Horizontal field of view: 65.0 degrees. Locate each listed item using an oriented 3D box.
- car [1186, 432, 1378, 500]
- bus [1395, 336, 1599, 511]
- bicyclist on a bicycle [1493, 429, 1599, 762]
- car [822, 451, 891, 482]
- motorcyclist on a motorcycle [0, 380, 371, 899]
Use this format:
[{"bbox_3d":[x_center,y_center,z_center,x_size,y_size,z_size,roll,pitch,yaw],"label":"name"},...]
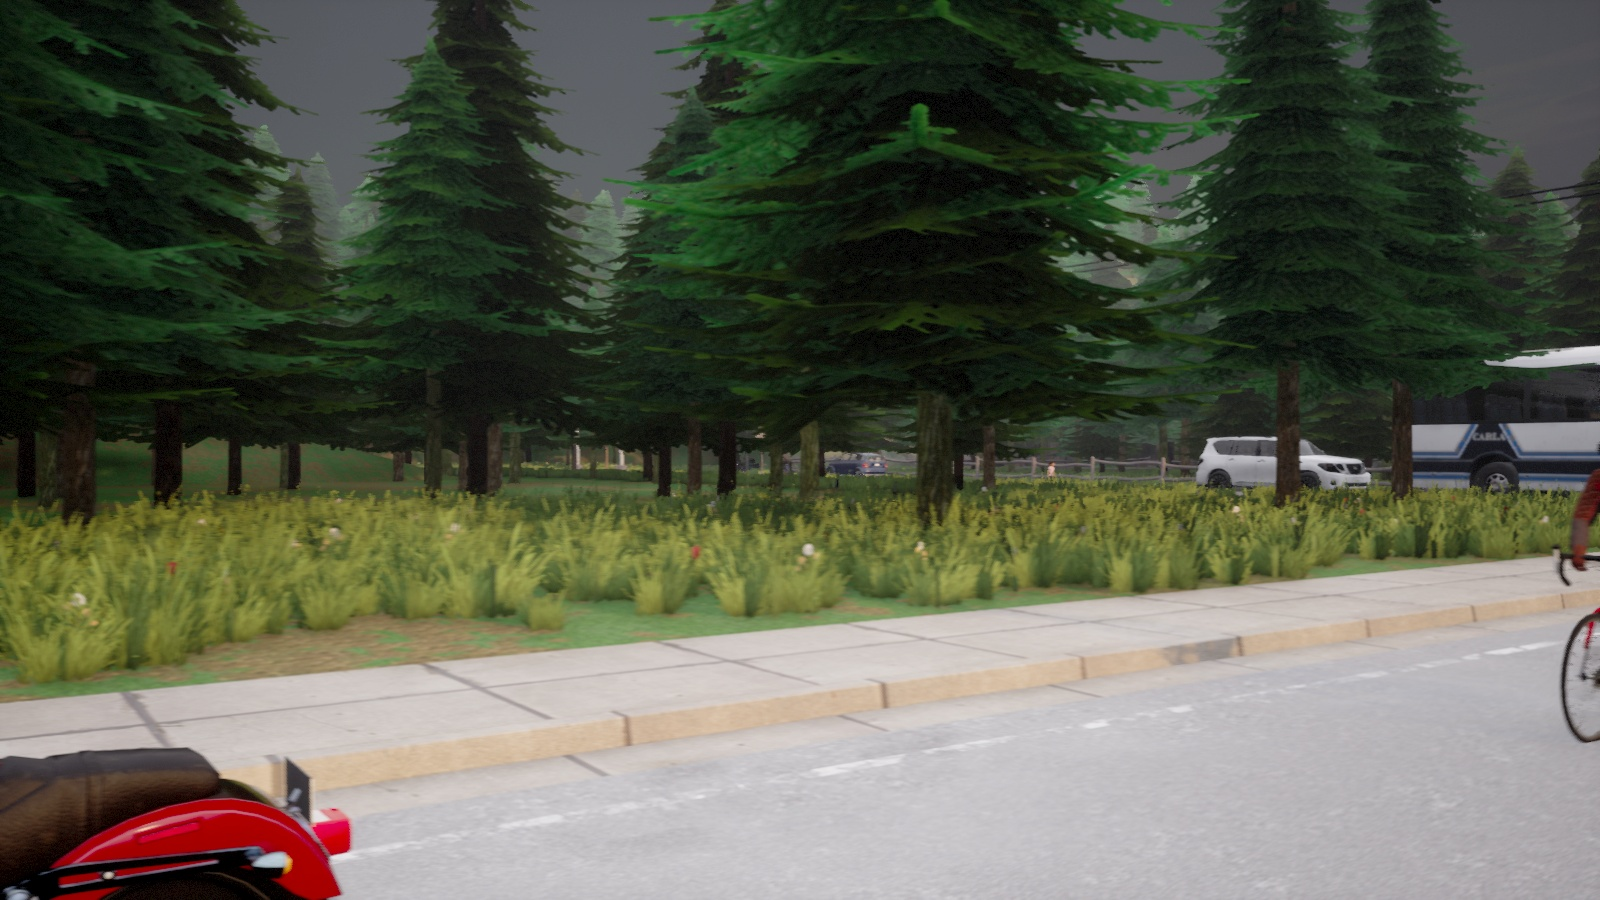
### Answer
[{"bbox_3d":[15.427,0.496,40.535,2.150,2.045,5.566,0,0,-33],"label":"car"},{"bbox_3d":[21.001,-0.633,31.736,3.944,4.253,10.273,0,0,-32],"label":"bus"},{"bbox_3d":[4.453,0.705,6.759,1.656,1.620,0.582,0,0,-35],"label":"bicyclist on a bicycle"},{"bbox_3d":[2.923,0.851,65.617,1.789,1.549,3.705,0,0,-34],"label":"car"},{"bbox_3d":[-2.065,0.705,2.222,2.350,1.649,0.766,0,0,-35],"label":"motorcyclist on a motorcycle"}]
